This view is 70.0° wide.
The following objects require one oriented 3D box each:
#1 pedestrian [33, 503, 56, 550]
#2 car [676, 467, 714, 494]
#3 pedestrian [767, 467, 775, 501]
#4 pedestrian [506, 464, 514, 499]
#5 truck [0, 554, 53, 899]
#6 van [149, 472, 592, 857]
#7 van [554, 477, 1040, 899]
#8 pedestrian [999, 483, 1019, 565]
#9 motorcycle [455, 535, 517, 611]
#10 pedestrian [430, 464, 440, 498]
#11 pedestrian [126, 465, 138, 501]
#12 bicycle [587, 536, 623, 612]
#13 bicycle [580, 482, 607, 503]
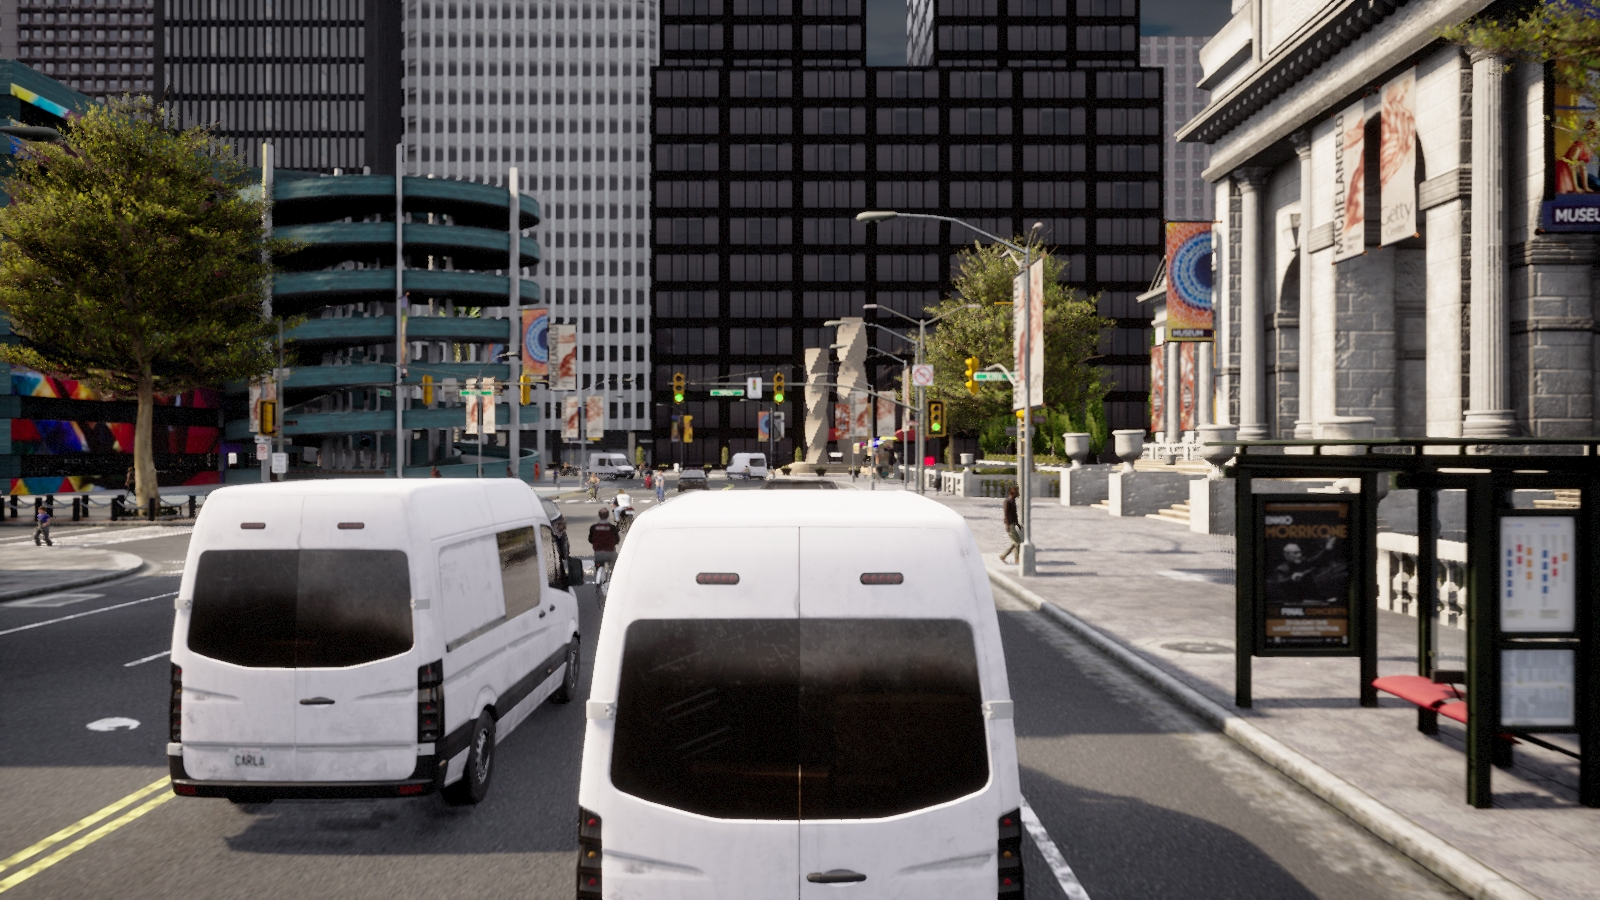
[{"bbox_3d":[-21.314,2.141,32.234,0.375,1.300,0.375,0,0,4],"label":"pedestrian"},{"bbox_3d":[-6.988,2.011,76.402,2.097,1.638,5.238,0,0,-1],"label":"car"},{"bbox_3d":[-1.582,1.872,62.559,0.375,1.860,0.375,0,0,-19],"label":"pedestrian"},{"bbox_3d":[-15.828,1.722,62.325,0.375,1.860,0.375,0,0,-1],"label":"pedestrian"},{"bbox_3d":[-3.504,1.584,0.748,2.627,2.467,5.204,0,1,0],"label":"truck"},{"bbox_3d":[-3.516,1.539,10.871,1.988,2.561,5.915,0,0,0],"label":"van"},{"bbox_3d":[-0.014,1.538,7.634,1.988,2.561,5.915,0,0,0],"label":"van"},{"bbox_3d":[4.834,1.707,26.382,0.375,1.860,0.375,0,0,24],"label":"pedestrian"},{"bbox_3d":[-5.776,2.221,20.940,0.803,1.145,2.033,-1,0,-24],"label":"motorcycle"},{"bbox_3d":[-20.240,1.721,63.347,0.375,1.860,0.375,0,0,22],"label":"pedestrian"},{"bbox_3d":[-34.535,1.719,59.091,0.375,1.860,0.375,0,0,5],"label":"pedestrian"},{"bbox_3d":[-3.528,2.219,20.746,0.329,1.171,1.835,0,0,0],"label":"bicycle"},{"bbox_3d":[-11.088,2.280,61.436,0.859,1.080,1.487,-2,0,14],"label":"bicycle"}]
